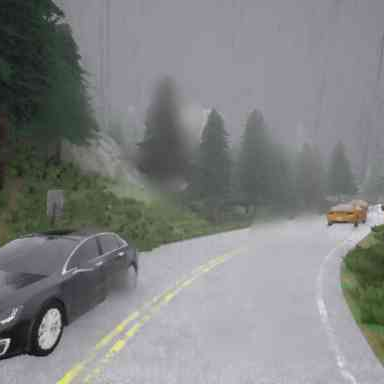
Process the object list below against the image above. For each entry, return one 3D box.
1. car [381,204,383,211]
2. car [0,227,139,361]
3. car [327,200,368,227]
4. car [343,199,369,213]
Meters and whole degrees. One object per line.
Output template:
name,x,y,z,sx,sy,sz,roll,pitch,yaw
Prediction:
car,25.398,1.717,42.166,1.994,1.385,4.181,-2,-2,39
car,-2.506,1.487,6.202,1.837,1.490,4.892,0,-1,12
car,11.047,1.560,23.661,1.882,1.535,5.008,-2,-1,36
car,20.586,1.725,41.621,1.882,1.535,5.008,-2,-2,39
